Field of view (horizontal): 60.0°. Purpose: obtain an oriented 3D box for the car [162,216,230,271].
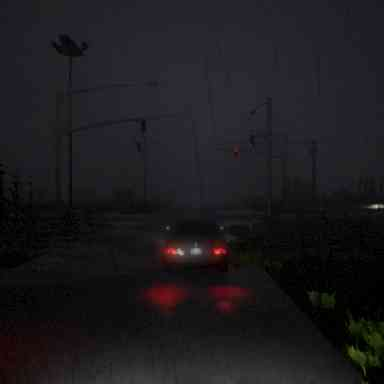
[{"bbox_3d":[0.098,1.491,10.666,2.033,1.411,5.357,0,0,0],"label":"car"}]
